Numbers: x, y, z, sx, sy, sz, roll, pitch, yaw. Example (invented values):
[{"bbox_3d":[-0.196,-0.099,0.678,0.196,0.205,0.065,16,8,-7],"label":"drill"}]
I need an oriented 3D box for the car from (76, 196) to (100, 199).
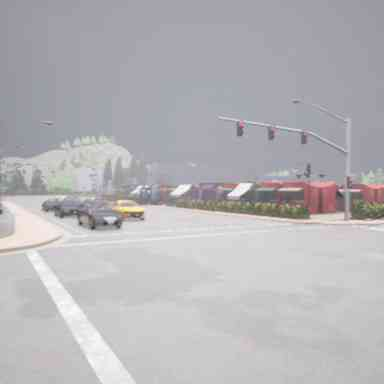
[{"bbox_3d":[-10.322,1.389,35.073,2.128,1.511,4.902,1,0,-31],"label":"car"}]

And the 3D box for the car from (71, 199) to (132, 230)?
[{"bbox_3d":[-5.905,1.453,21.127,2.128,1.511,4.902,1,0,-31],"label":"car"}]

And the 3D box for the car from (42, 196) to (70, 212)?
[{"bbox_3d":[-14.923,1.412,35.892,1.994,1.385,4.181,1,0,-32],"label":"car"}]

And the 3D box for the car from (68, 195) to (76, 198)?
[{"bbox_3d":[-15.441,1.359,43.477,1.812,1.442,4.674,1,0,-31],"label":"car"}]

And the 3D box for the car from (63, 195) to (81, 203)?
[{"bbox_3d":[-22.183,1.288,61.398,2.033,1.411,5.357,1,0,-31],"label":"car"}]

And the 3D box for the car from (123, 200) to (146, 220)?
[{"bbox_3d":[-5.402,1.438,27.016,1.882,1.535,5.008,1,0,-31],"label":"car"}]

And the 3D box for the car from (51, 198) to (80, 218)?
[{"bbox_3d":[-10.555,1.467,28.729,1.994,1.385,4.181,1,0,-32],"label":"car"}]
